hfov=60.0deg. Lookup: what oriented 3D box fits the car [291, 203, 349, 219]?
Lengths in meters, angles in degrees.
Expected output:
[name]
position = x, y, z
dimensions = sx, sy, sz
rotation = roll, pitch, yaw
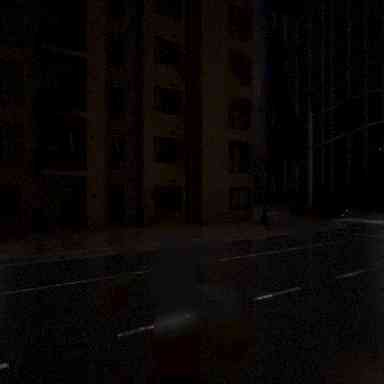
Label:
[car]
position = 11.092, 1.601, 29.062
dimensions = 1.895, 1.301, 4.718
rotation = 0, 0, -35
